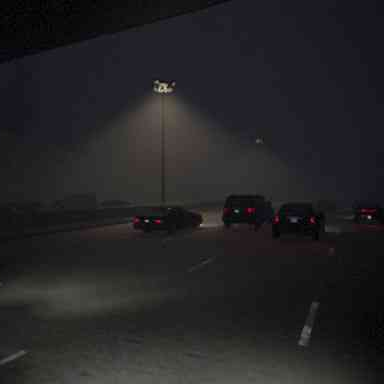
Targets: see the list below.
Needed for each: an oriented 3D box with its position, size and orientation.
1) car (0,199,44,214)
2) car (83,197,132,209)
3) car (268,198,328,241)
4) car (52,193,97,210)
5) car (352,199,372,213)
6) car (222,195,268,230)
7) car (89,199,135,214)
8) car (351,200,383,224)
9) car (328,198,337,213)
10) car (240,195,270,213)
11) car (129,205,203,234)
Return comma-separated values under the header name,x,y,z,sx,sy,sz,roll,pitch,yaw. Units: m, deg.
name,x,y,z,sx,sy,sz,roll,pitch,yaw
car,-17.576,1.427,34.072,2.128,1.511,4.902,0,0,25
car,-7.429,1.450,30.963,1.837,1.490,4.892,0,0,25
car,5.553,1.325,17.026,2.097,1.767,4.553,0,0,25
car,-12.597,1.155,36.402,2.150,2.045,5.566,0,0,25
car,19.376,1.543,38.030,1.895,1.301,4.718,0,0,25
car,3.700,1.186,21.292,2.150,2.045,5.566,0,0,25
car,-8.661,1.482,36.538,2.033,1.411,5.357,0,0,25
car,13.153,1.467,24.897,1.837,1.490,4.892,0,0,25
car,14.942,1.421,36.847,1.882,1.535,5.008,0,0,25
car,6.965,1.293,36.358,2.097,1.767,4.553,0,0,25
car,-1.202,1.514,19.117,2.033,1.411,5.357,0,0,25
